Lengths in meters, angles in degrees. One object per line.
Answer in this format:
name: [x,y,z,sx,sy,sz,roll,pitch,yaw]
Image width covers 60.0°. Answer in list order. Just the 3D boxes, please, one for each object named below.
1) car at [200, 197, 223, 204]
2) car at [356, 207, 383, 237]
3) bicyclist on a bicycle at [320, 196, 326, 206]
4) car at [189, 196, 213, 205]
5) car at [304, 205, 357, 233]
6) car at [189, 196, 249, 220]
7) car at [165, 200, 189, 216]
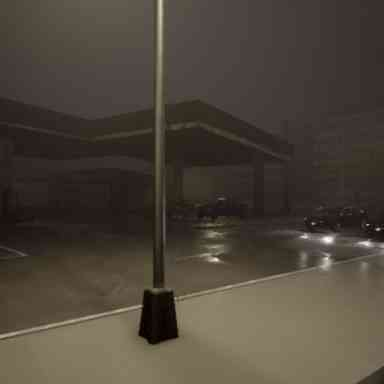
car: [3.823,1.693,65.609,1.895,1.301,4.718,0,0,-36]
car: [10.799,1.548,17.146,4.892,1.490,1.837,1,0,-35]
bicyclist on a bicycle: [21.383,1.413,54.260,1.656,1.620,0.582,0,0,-36]
car: [1.594,1.562,62.657,1.882,1.535,5.008,0,0,-36]
car: [8.767,1.548,20.006,4.892,1.490,1.837,1,0,-35]
car: [2.486,1.335,27.401,4.611,1.667,2.242,0,0,-35]
car: [-1.471,1.494,31.635,3.806,1.475,1.970,0,0,-35]
